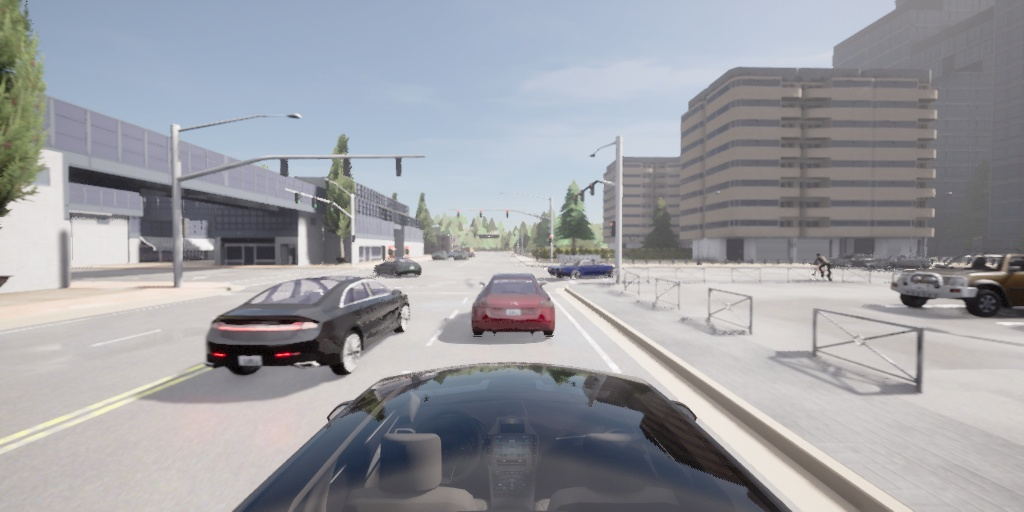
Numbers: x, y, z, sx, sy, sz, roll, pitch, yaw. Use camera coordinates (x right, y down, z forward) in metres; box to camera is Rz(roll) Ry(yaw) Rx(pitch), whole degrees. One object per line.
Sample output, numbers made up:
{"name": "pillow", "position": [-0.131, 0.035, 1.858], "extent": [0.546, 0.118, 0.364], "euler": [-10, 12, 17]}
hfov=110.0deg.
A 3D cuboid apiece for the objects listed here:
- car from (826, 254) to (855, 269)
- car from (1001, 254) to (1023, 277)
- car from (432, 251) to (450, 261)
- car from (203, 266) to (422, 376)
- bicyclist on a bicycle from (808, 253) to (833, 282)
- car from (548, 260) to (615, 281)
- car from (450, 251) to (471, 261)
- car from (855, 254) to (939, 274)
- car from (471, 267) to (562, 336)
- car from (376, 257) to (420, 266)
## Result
{"name": "car", "position": [34.174, 0.549, 35.802], "extent": [4.892, 1.490, 1.837], "euler": [0, 1, -1]}
{"name": "car", "position": [43.081, 0.750, 28.920], "extent": [4.181, 1.385, 1.994], "euler": [0, 1, -1]}
{"name": "car", "position": [-12.026, -0.102, 59.991], "extent": [2.097, 1.767, 4.553], "euler": [0, 1, -1]}
{"name": "car", "position": [-3.469, 1.128, 7.177], "extent": [2.128, 1.511, 4.902], "euler": [0, 1, 0]}
{"name": "bicyclist on a bicycle", "position": [17.945, 0.656, 20.854], "extent": [0.582, 1.620, 1.656], "euler": [0, 1, -2]}
{"name": "car", "position": [4.880, 0.887, 24.140], "extent": [4.718, 1.301, 1.895], "euler": [-1, 1, -26]}
{"name": "car", "position": [-8.532, -0.105, 60.125], "extent": [2.097, 1.767, 4.553], "euler": [0, 1, -1]}
{"name": "car", "position": [34.569, 0.608, 32.311], "extent": [4.902, 1.511, 2.128], "euler": [0, 1, -1]}
{"name": "car", "position": [0.023, 1.147, 9.789], "extent": [1.994, 1.385, 4.181], "euler": [0, 1, 0]}
{"name": "car", "position": [-8.641, 0.790, 27.044], "extent": [4.181, 1.385, 1.994], "euler": [1, 1, 43]}
